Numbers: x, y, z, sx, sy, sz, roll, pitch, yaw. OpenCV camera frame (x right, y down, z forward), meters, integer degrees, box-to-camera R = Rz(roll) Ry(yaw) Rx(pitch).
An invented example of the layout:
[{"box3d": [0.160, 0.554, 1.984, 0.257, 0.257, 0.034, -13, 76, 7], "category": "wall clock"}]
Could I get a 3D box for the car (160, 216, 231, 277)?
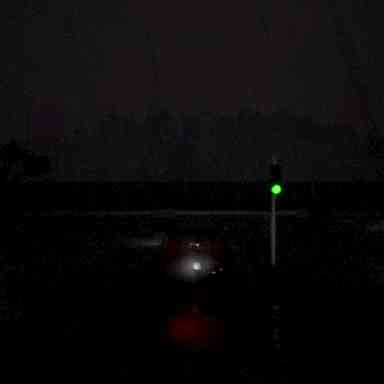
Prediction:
[{"box3d": [0.085, 1.503, 10.253, 1.837, 1.490, 4.892, 0, 0, 0], "category": "car"}]
